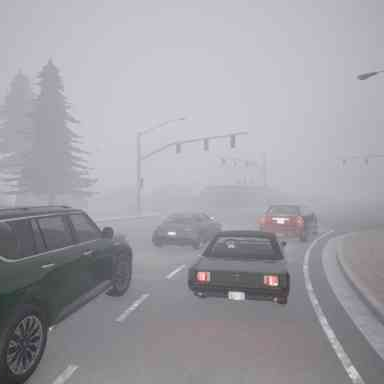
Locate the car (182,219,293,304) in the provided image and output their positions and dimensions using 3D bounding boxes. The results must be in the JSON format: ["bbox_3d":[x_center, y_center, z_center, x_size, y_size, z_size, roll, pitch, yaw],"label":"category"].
[{"bbox_3d":[1.354,1.587,8.176,1.895,1.301,4.718,0,0,14],"label":"car"}]

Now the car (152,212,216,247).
[{"bbox_3d":[-0.072,1.544,14.540,1.994,1.385,4.181,0,0,20],"label":"car"}]

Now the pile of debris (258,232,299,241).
[{"bbox_3d":[4.246,2.141,16.199,1.500,0.140,1.860,0,0,29],"label":"pile of debris"}]

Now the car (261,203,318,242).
[{"bbox_3d":[4.866,1.316,16.437,2.097,1.767,4.553,0,0,28],"label":"car"}]

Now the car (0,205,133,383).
[{"bbox_3d":[-2.774,1.222,5.591,2.150,2.045,5.566,0,0,8],"label":"car"}]

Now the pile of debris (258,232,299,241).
[{"bbox_3d":[4.246,2.141,16.199,1.500,0.140,1.860,0,0,29],"label":"pile of debris"}]
